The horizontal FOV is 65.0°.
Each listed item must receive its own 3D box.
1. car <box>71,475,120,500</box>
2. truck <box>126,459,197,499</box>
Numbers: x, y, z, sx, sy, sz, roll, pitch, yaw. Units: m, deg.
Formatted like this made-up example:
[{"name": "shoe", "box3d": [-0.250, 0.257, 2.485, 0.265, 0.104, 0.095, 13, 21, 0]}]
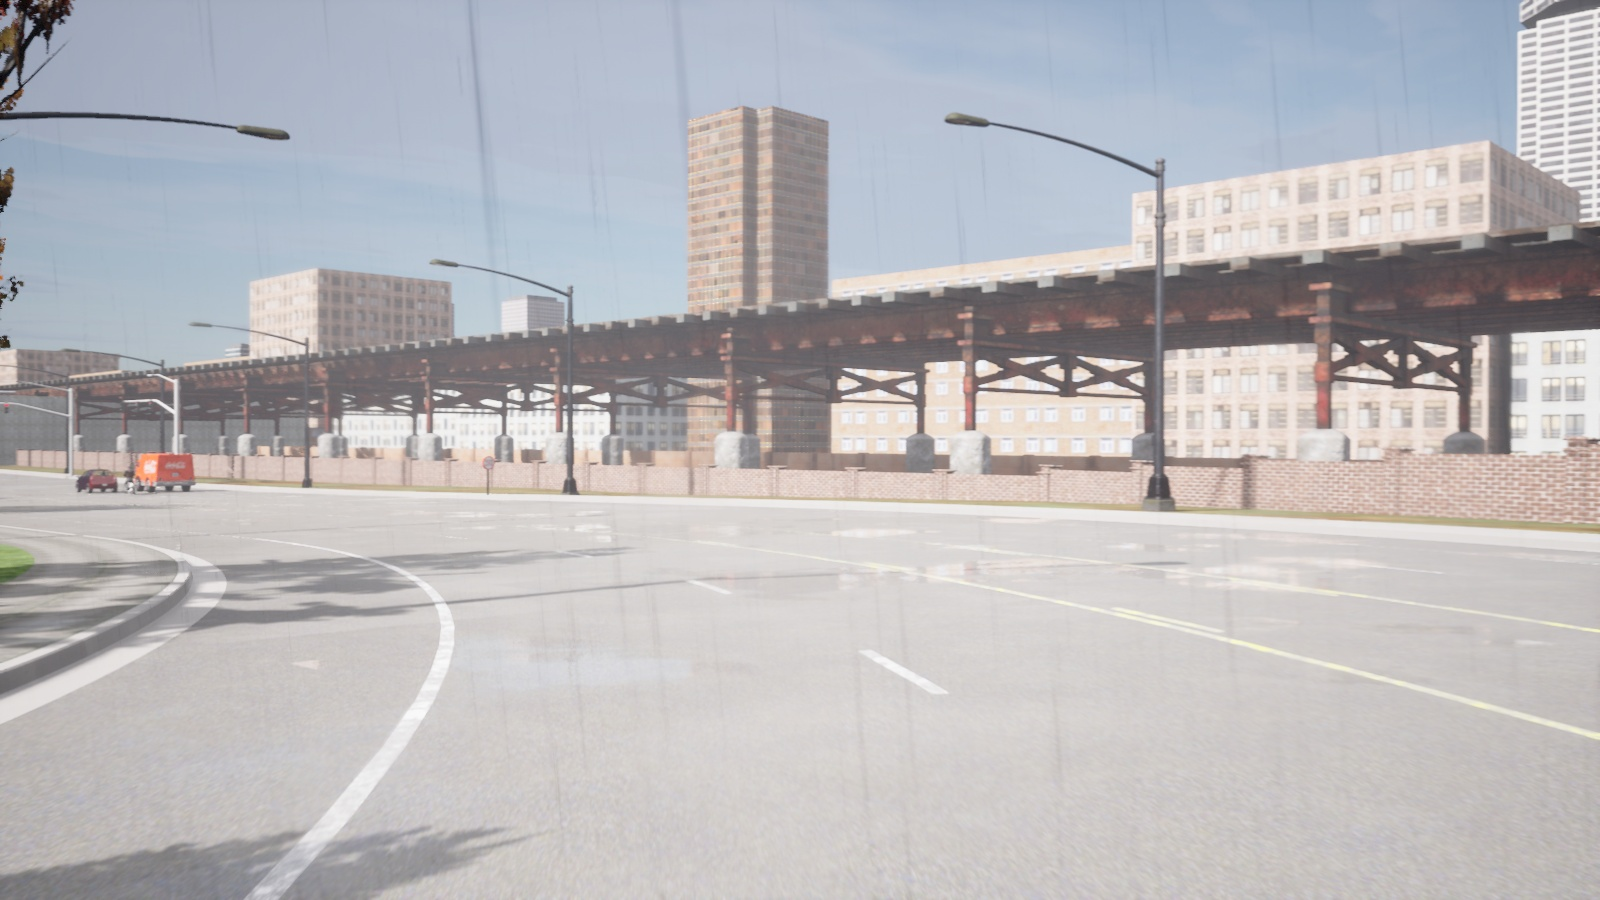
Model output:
[{"name": "car", "box3d": [-44.801, 2.358, 79.826, 1.845, 1.501, 3.633, -1, 0, -44]}, {"name": "truck", "box3d": [-41.369, 1.815, 81.346, 2.627, 2.467, 5.204, -1, 0, -45]}]
